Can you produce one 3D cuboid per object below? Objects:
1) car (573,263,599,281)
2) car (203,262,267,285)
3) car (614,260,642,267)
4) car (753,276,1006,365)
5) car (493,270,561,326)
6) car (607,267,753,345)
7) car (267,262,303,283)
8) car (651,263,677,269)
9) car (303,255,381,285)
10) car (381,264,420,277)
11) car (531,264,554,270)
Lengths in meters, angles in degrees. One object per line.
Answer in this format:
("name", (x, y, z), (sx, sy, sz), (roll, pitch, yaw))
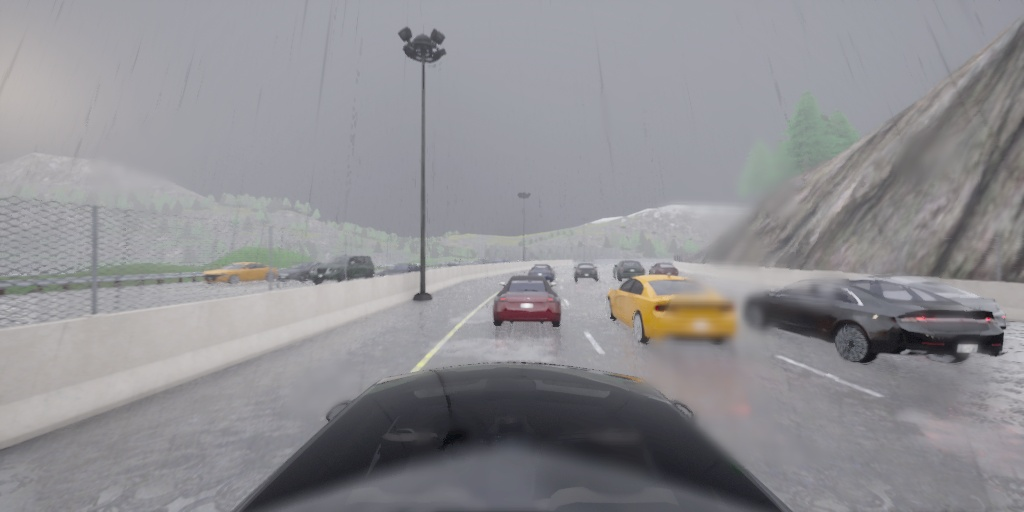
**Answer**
("car", (6.213, 1.308, 30.308), (1.812, 1.442, 4.674), (0, 0, 10))
("car", (-19.400, 1.197, 25.864), (1.882, 1.535, 5.008), (0, 0, 7))
("car", (9.733, 1.143, 30.037), (2.097, 1.767, 4.553), (0, 0, 10))
("car", (7.321, 1.263, 8.095), (2.128, 1.511, 4.902), (0, 0, 2))
("car", (0.517, 1.322, 11.745), (1.994, 1.385, 4.181), (0, 0, 3))
("car", (3.893, 1.242, 9.622), (1.882, 1.535, 5.008), (0, 0, 3))
("car", (-15.654, 1.221, 27.552), (2.128, 1.511, 4.902), (0, 0, 8))
("car", (13.752, 1.328, 32.566), (1.812, 1.442, 4.674), (0, 0, 11))
("car", (-12.288, 0.958, 26.484), (2.150, 2.045, 5.566), (0, 0, 8))
("car", (-8.544, 1.294, 28.038), (2.033, 1.411, 5.357), (0, 0, 8))
("car", (2.420, 1.337, 28.729), (1.994, 1.385, 4.181), (0, 0, 9))
